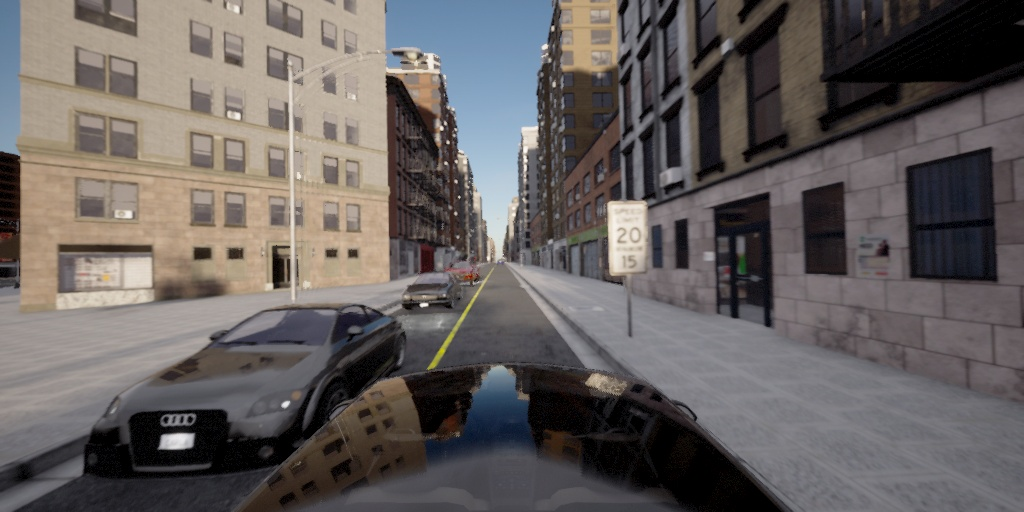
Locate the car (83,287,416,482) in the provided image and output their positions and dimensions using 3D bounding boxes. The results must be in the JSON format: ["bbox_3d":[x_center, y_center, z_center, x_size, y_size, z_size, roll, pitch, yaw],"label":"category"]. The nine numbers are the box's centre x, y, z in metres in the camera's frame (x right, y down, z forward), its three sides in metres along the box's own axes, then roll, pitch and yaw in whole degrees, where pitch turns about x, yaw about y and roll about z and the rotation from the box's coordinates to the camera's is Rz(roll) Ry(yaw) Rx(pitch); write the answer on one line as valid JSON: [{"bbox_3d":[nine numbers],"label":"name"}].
[{"bbox_3d":[-2.891,1.379,5.011,1.994,1.385,4.181,-1,0,-2],"label":"car"}]

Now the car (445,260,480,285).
[{"bbox_3d":[-3.444,1.052,24.431,1.882,1.535,5.008,-1,0,-2],"label":"car"}]

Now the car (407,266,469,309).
[{"bbox_3d":[-3.238,1.381,15.531,2.033,1.411,5.357,-1,0,-2],"label":"car"}]

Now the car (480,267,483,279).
[{"bbox_3d":[-3.762,1.415,32.282,1.812,1.442,4.674,-1,0,-2],"label":"car"}]
